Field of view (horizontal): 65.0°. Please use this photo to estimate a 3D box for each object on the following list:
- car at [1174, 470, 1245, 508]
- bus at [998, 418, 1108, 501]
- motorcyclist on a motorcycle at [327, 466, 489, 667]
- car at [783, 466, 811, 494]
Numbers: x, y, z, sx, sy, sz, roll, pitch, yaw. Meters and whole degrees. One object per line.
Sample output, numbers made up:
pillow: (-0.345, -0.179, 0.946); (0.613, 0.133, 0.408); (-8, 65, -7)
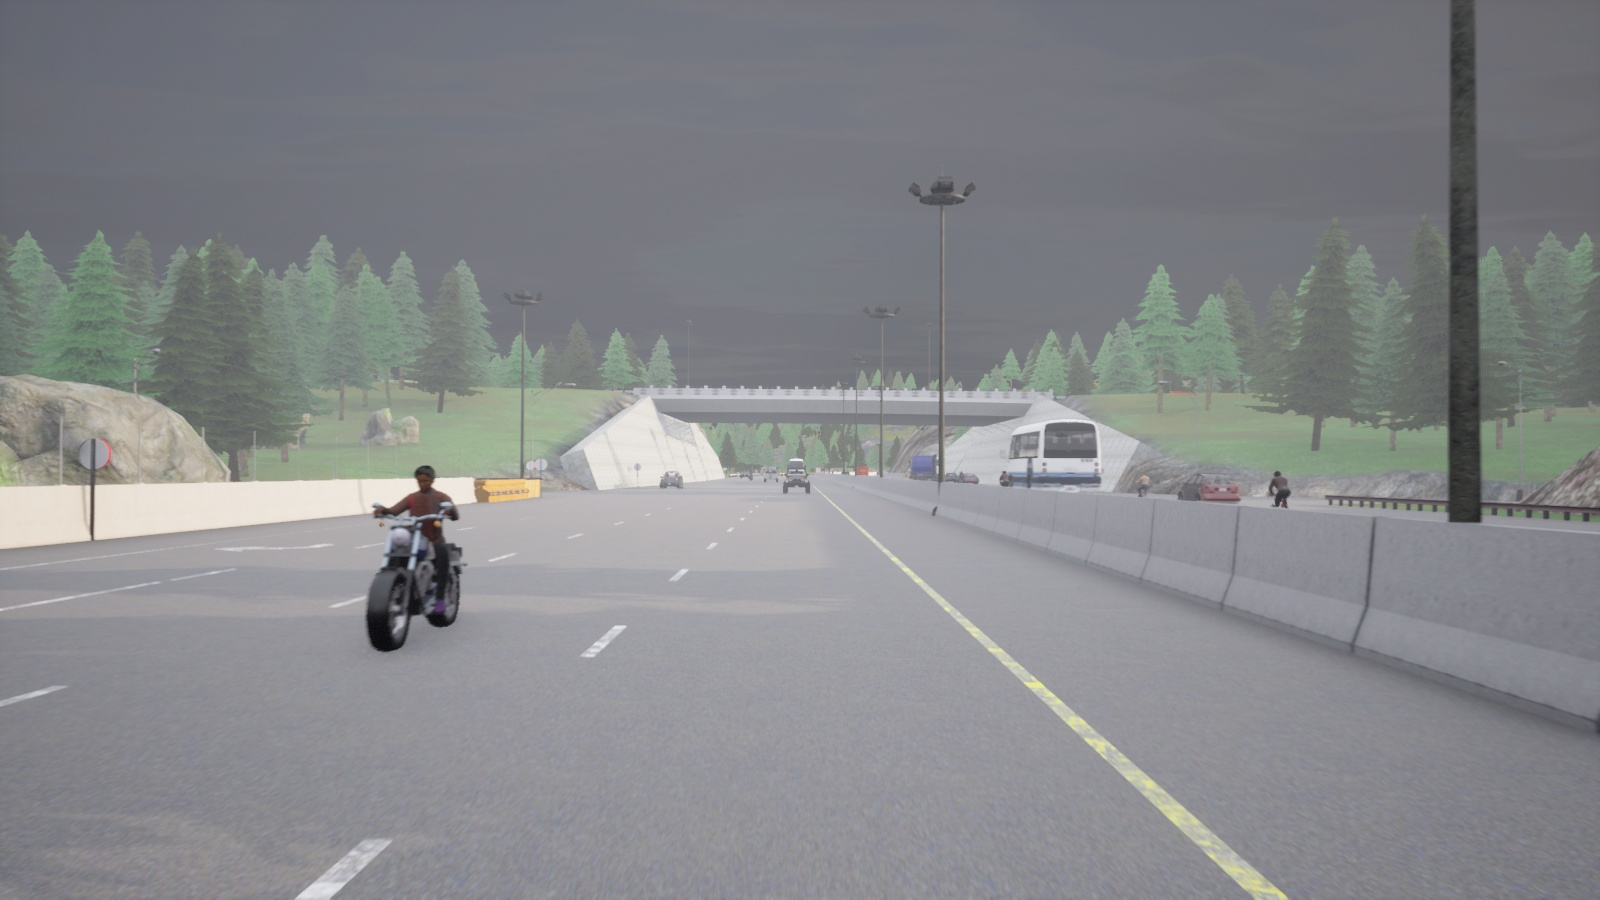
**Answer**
car: (17.370, 1.618, 53.429); (1.789, 1.549, 3.705); (0, -1, 0)
bus: (13.825, 0.550, 69.736); (3.944, 4.253, 10.273); (0, -1, 0)
motorcyclist on a motorcycle: (-3.528, 0.973, 11.548); (0.766, 1.649, 2.350); (0, -1, 0)
car: (-0.210, 2.057, 86.375); (1.905, 1.878, 3.866); (0, -1, 0)
